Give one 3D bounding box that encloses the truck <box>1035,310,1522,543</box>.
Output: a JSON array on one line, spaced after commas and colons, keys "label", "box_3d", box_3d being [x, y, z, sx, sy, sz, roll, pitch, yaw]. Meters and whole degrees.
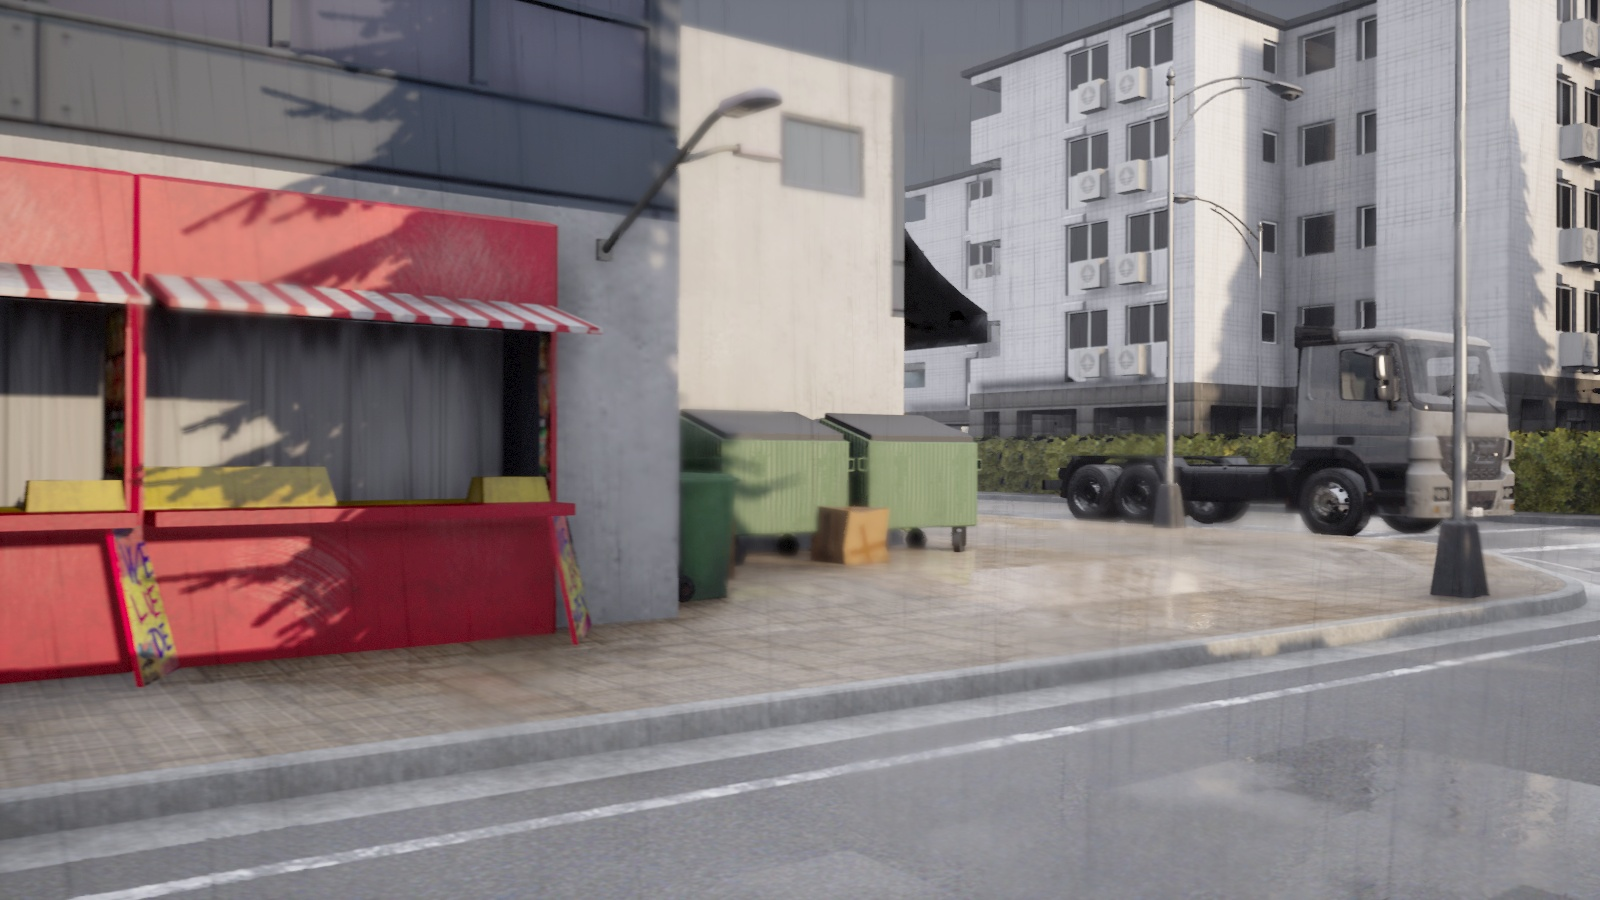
[{"label": "truck", "box_3d": [8.183, -0.335, 22.697, 2.891, 3.462, 7.936, 0, 0, -36]}]
